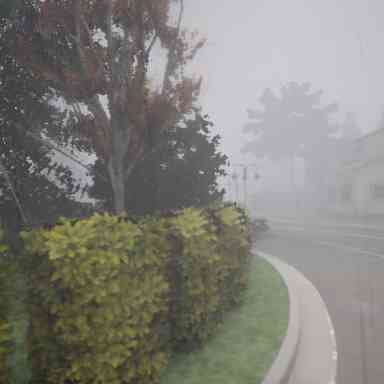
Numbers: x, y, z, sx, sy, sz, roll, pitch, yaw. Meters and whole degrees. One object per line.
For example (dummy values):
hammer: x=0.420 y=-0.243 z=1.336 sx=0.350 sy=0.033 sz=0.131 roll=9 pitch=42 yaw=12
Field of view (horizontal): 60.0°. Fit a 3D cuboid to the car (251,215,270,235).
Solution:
car: x=2.179 y=1.783 z=19.663 sx=2.033 sy=1.411 sz=5.357 roll=-1 pitch=-1 yaw=-31
